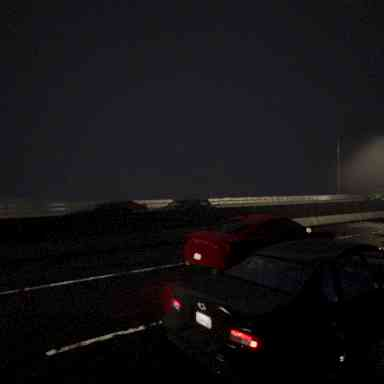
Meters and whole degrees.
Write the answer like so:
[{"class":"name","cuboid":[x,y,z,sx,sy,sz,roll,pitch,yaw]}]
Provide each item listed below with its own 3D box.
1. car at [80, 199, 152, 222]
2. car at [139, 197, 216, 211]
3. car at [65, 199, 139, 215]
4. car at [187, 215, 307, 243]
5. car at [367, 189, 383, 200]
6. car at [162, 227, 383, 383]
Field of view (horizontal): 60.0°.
[{"class":"car","cuboid":[-5.772,1.345,25.621,5.008,1.535,1.882,-1,1,-35]},{"class":"car","cuboid":[-0.608,1.206,20.694,4.553,1.767,2.097,-1,1,-35]},{"class":"car","cuboid":[-5.781,1.424,21.333,4.674,1.442,1.812,-1,1,-35]},{"class":"car","cuboid":[2.153,1.387,9.554,5.008,1.535,1.882,-1,1,-35]},{"class":"car","cuboid":[28.035,0.628,48.786,5.566,2.045,2.150,-1,0,-33]},{"class":"car","cuboid":[2.182,1.488,5.291,5.357,1.411,2.033,-1,1,-35]}]
